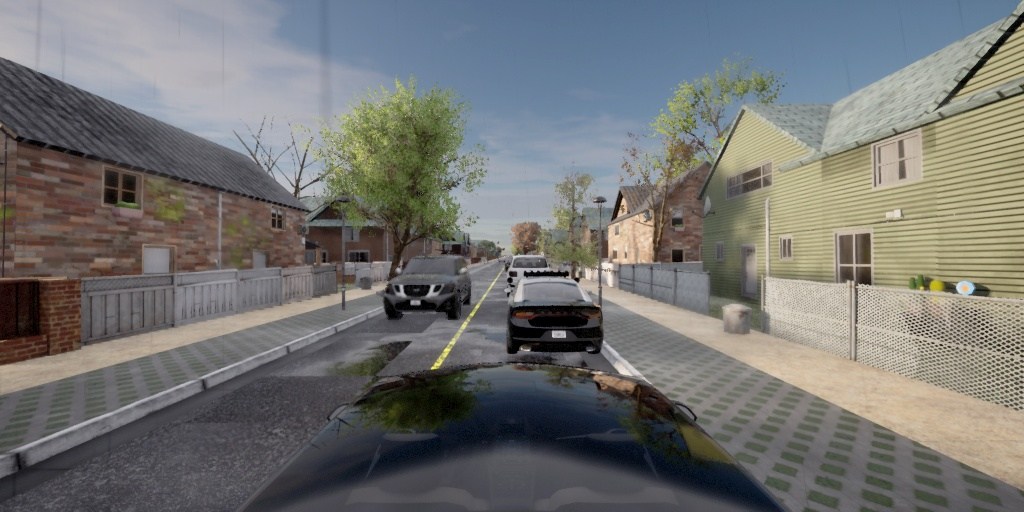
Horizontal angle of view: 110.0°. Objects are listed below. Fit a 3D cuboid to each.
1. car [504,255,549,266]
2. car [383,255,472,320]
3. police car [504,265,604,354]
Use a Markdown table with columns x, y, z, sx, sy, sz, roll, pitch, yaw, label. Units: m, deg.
| x | y | z | sx | sy | sz | roll | pitch | yaw | label |
| --- | --- | --- | --- | --- | --- | --- | --- | --- | --- |
| 0.834 | 0.978 | 18.832 | 2.150 | 2.045 | 5.566 | 0 | 0 | 0 | car |
| -2.744 | 0.974 | 12.961 | 2.150 | 2.045 | 5.566 | 0 | 0 | 0 | car |
| 0.829 | 1.177 | 8.909 | 1.930 | 1.638 | 5.238 | 0 | 0 | 0 | police car |
